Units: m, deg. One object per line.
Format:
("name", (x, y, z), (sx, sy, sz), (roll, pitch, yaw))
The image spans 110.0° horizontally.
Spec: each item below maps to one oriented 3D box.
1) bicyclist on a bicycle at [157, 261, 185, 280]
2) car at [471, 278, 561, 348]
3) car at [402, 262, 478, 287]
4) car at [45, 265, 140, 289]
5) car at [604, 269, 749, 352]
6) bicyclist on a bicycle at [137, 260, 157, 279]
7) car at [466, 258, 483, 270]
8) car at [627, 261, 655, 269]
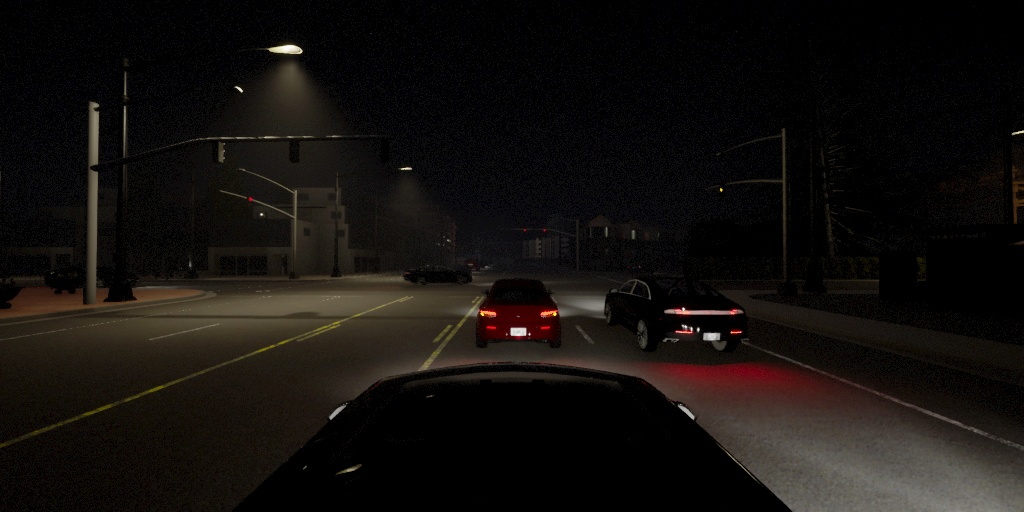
("bicyclist on a bicycle", (-29.295, 1.231, 31.027), (1.656, 1.620, 0.582), (1, -1, -22))
("car", (0.163, 1.288, 9.149), (1.812, 1.442, 4.674), (0, 0, 1))
("car", (-5.307, 1.371, 25.810), (4.902, 1.511, 2.128), (0, 0, -27))
("car", (-27.212, 1.333, 23.325), (4.892, 1.490, 1.837), (0, -1, 1))
("car", (3.654, 1.250, 8.904), (2.128, 1.511, 4.902), (0, 0, 1))
("bicyclist on a bicycle", (-31.204, 1.146, 31.261), (1.656, 1.620, 0.582), (22, 6, -26))
("car", (-6.391, 1.361, 57.757), (2.150, 2.045, 5.566), (0, 0, 1))
("car", (17.236, 1.508, 47.747), (4.553, 1.767, 2.097), (1, -1, -45))
